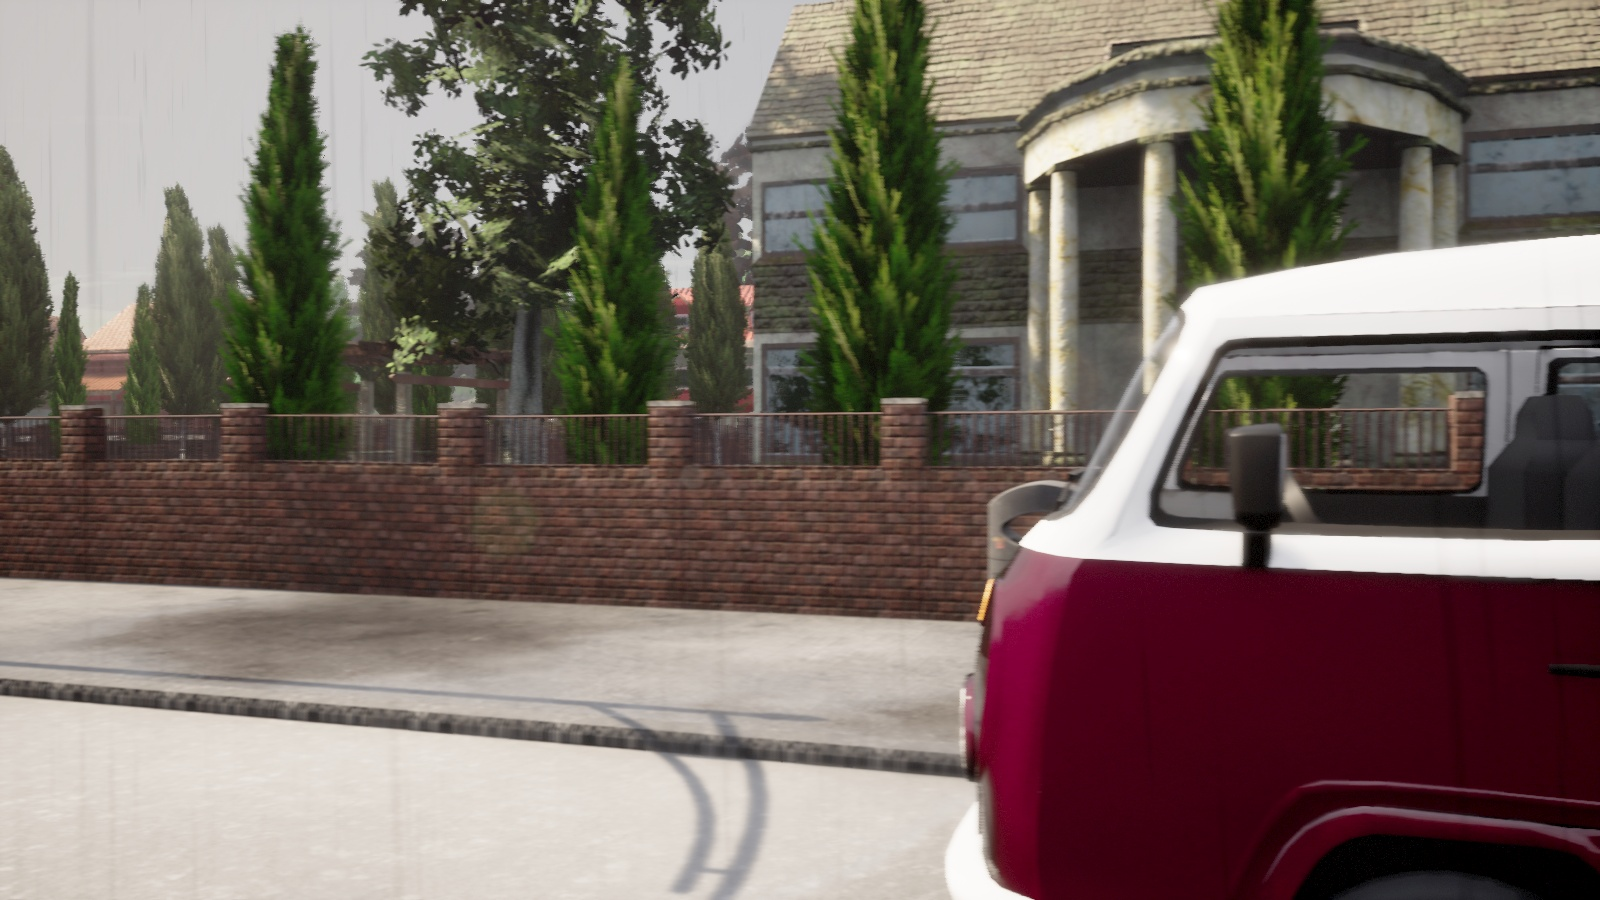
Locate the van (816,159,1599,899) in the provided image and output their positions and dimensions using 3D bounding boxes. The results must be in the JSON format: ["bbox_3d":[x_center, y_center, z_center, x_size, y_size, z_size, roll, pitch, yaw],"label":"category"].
[{"bbox_3d":[2.488,0.513,2.880,4.480,2.038,2.069,1,1,19],"label":"van"}]
